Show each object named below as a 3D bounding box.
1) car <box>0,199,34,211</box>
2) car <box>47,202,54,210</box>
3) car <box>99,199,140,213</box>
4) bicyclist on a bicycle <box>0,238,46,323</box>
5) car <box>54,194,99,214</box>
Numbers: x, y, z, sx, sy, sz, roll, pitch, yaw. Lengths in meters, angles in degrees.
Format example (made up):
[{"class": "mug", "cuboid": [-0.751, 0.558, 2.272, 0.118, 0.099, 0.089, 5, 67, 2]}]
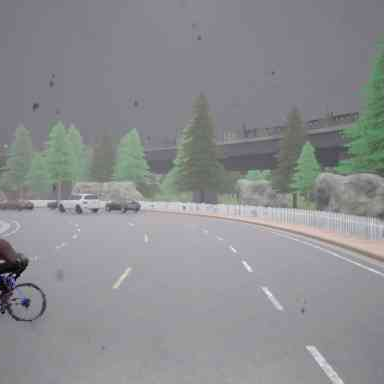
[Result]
[{"class": "car", "cuboid": [-21.565, 1.564, 40.854, 4.181, 1.385, 1.994, 0, 0, 20]}, {"class": "car", "cuboid": [-16.006, 1.547, 42.434, 5.357, 1.411, 2.033, 0, 0, 27]}, {"class": "car", "cuboid": [-7.631, 1.491, 36.284, 2.128, 1.511, 4.902, 0, 0, -45]}, {"class": "bicyclist on a bicycle", "cuboid": [-3.338, 1.454, 5.711, 1.656, 1.620, 0.582, -1, 0, -1]}, {"class": "car", "cuboid": [-12.211, 1.221, 35.889, 5.566, 2.045, 2.150, 0, 0, 39]}]
